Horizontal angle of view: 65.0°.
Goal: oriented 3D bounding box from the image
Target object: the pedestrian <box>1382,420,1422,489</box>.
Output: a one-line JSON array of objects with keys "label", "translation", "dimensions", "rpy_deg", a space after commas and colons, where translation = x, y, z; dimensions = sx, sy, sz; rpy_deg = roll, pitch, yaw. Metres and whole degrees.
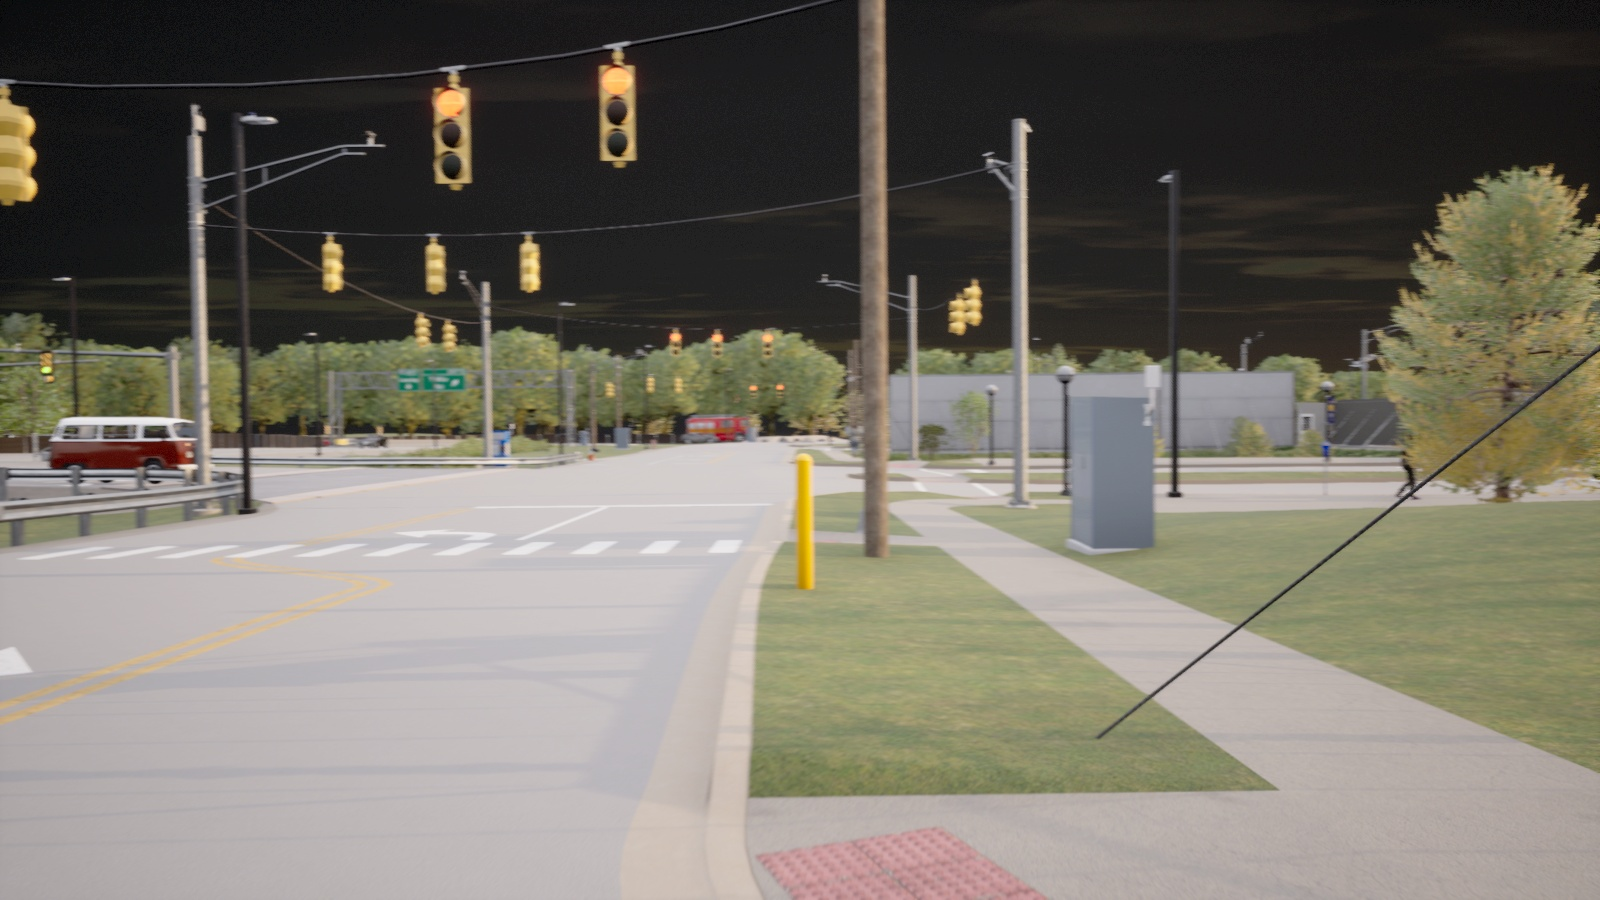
[{"label": "pedestrian", "translation": [15.935, 0.114, 33.249], "dimensions": [0.869, 1.805, 0.328], "rpy_deg": [-2, 2, -1]}]

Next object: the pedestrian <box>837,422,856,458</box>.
[{"label": "pedestrian", "translation": [2.451, -0.520, 66.336], "dimensions": [0.874, 1.855, 0.900], "rpy_deg": [-2, 2, -3]}]

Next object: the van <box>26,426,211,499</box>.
[{"label": "van", "translation": [-20.703, 0.373, 38.273], "dimensions": [4.480, 2.038, 2.069], "rpy_deg": [-2, 1, 3]}]
